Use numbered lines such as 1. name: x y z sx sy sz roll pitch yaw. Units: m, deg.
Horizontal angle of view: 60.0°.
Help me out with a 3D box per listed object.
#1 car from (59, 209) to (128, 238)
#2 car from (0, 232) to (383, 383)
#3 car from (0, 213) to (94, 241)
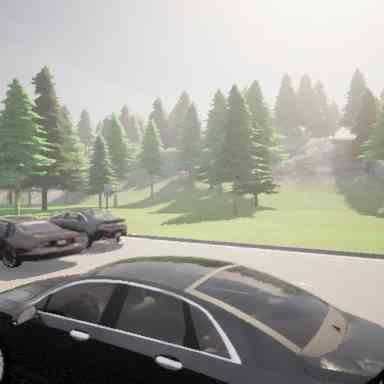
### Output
1. car: -5.027 1.492 14.543 4.902 1.511 2.128 0 0 30
2. car: -0.524 1.506 3.728 4.892 1.490 1.837 1 0 31
3. car: -6.062 1.547 11.174 5.357 1.411 2.033 0 0 30
